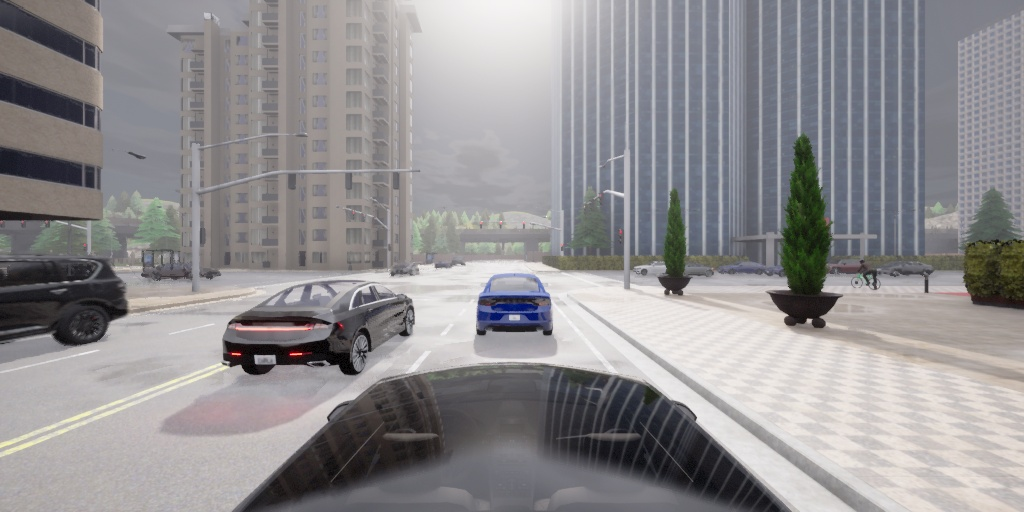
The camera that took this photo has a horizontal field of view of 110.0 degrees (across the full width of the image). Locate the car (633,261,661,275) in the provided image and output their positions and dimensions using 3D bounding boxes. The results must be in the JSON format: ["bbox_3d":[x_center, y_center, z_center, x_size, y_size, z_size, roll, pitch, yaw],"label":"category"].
[{"bbox_3d":[15.190,1.276,37.863,4.674,1.442,1.812,0,0,-1],"label":"car"}]

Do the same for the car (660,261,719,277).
[{"bbox_3d":[16.993,1.314,34.382,4.181,1.385,1.994,0,0,-1],"label":"car"}]

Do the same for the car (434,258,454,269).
[{"bbox_3d":[-10.621,1.351,55.044,1.895,1.301,4.718,0,0,0],"label":"car"}]

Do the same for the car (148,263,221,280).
[{"bbox_3d":[-27.823,1.297,30.204,5.357,1.411,2.033,0,0,-1],"label":"car"}]

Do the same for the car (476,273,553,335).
[{"bbox_3d":[0.071,1.228,10.493,1.882,1.535,5.008,0,0,0],"label":"car"}]

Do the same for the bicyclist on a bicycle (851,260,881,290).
[{"bbox_3d":[19.632,1.051,19.926,0.582,1.620,1.656,0,0,-1],"label":"bicyclist on a bicycle"}]

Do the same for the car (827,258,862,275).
[{"bbox_3d":[34.841,1.101,38.058,4.553,1.767,2.097,0,0,0],"label":"car"}]

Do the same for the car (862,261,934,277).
[{"bbox_3d":[37.533,1.240,34.579,4.902,1.511,2.128,0,0,0],"label":"car"}]

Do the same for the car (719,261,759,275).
[{"bbox_3d":[24.273,1.276,37.956,4.674,1.442,1.812,0,0,0],"label":"car"}]

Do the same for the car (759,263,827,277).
[{"bbox_3d":[26.912,1.276,34.479,4.674,1.442,1.812,0,0,0],"label":"car"}]

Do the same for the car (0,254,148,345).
[{"bbox_3d":[-10.602,0.971,6.541,2.150,2.045,5.566,0,0,0],"label":"car"}]

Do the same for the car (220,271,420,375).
[{"bbox_3d":[-3.446,1.242,7.455,2.128,1.511,4.902,0,0,0],"label":"car"}]

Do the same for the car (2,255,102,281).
[{"bbox_3d":[-38.488,0.971,30.110,5.566,2.045,2.150,0,0,0],"label":"car"}]

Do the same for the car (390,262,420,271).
[{"bbox_3d":[-10.620,1.314,35.774,1.994,1.385,4.181,0,0,0],"label":"car"}]
